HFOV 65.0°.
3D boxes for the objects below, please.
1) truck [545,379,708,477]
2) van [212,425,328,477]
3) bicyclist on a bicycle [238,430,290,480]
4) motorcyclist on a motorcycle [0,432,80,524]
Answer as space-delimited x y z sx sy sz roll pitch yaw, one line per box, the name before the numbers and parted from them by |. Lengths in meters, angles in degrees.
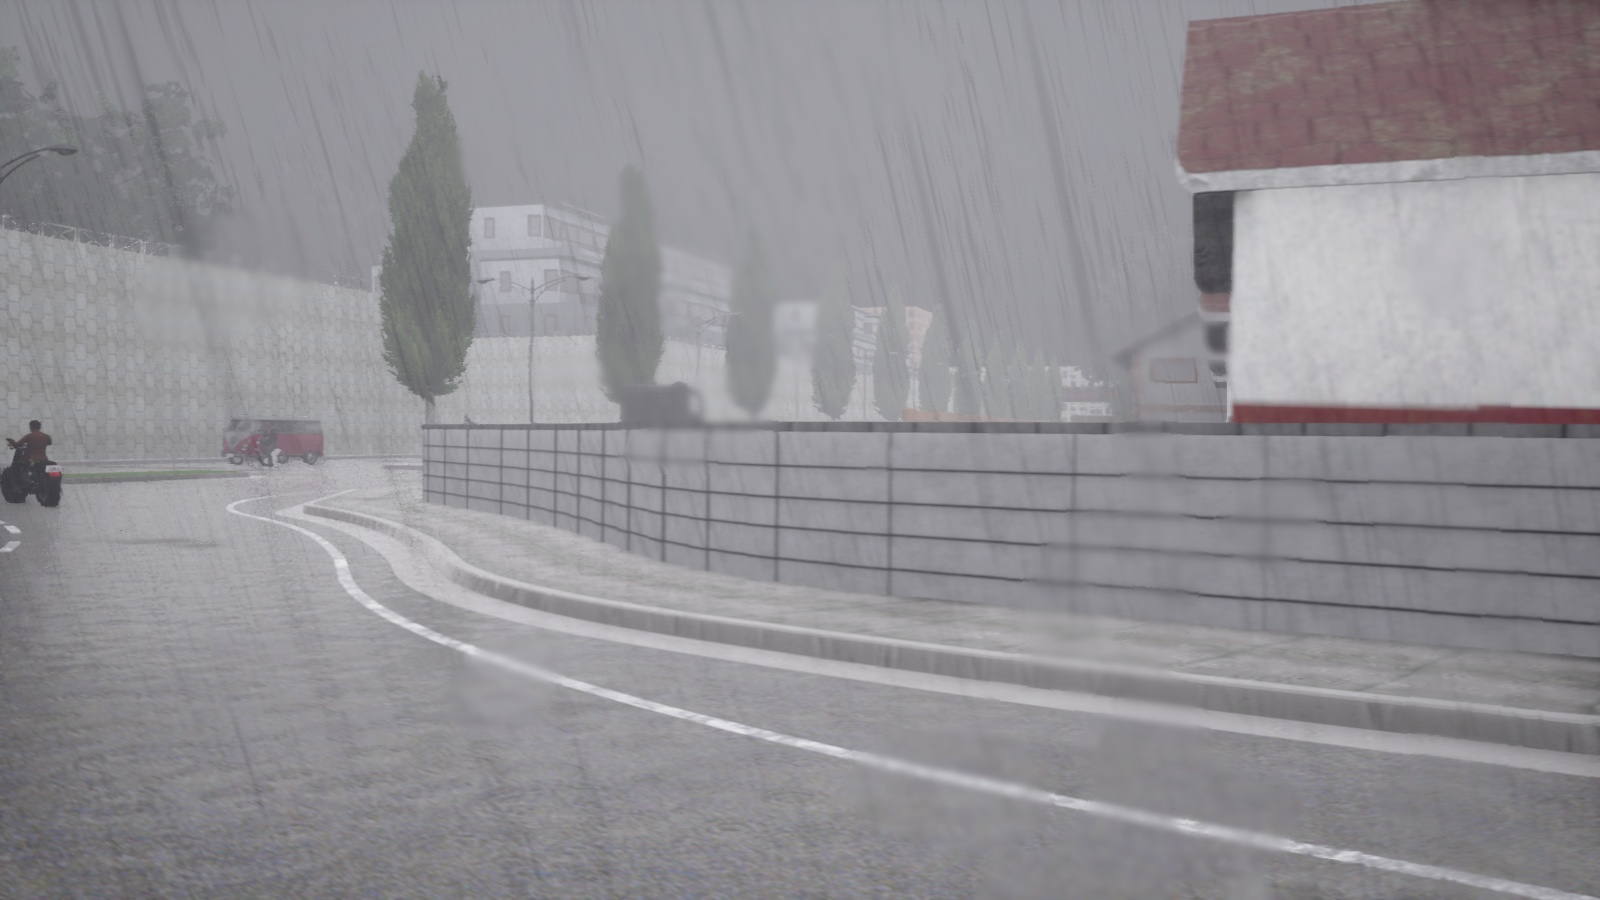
truck | -6.488 -0.822 48.531 2.891 3.462 7.936 0 1 19
van | -21.480 0.008 51.110 1.775 1.987 4.442 0 1 19
bicyclist on a bicycle | -19.594 0.177 45.939 0.659 1.776 1.843 0 1 19
motorcyclist on a motorcycle | -14.406 0.502 23.520 2.350 1.649 0.766 0 1 39
